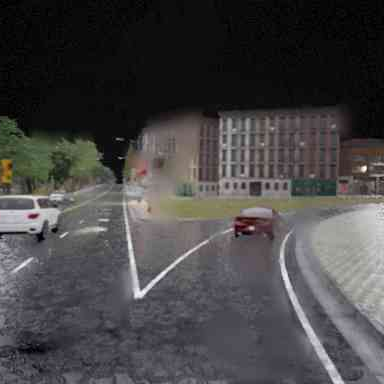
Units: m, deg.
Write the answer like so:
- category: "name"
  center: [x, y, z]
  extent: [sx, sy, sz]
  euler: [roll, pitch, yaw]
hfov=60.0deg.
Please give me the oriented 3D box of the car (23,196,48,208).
- category: "car"
  center: [-20.403, 1.249, 43.534]
  extent: [1.812, 1.442, 4.674]
  euler: [1, 0, -11]

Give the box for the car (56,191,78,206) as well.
- category: "car"
  center: [-18.325, 1.049, 49.429]
  extent: [2.097, 1.767, 4.553]
  euler: [1, 0, -11]

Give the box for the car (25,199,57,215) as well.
- category: "car"
  center: [-15.017, 1.443, 33.371]
  extent: [1.895, 1.301, 4.718]
  euler: [1, 0, -12]

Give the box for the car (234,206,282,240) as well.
- category: "car"
  center: [3.519, 1.447, 17.209]
  extent: [1.882, 1.535, 5.008]
  euler: [1, 1, 20]

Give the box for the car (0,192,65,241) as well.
- category: "car"
  center: [-7.921, 1.161, 16.203]
  extent: [2.150, 2.045, 5.566]
  euler: [1, 0, -12]
